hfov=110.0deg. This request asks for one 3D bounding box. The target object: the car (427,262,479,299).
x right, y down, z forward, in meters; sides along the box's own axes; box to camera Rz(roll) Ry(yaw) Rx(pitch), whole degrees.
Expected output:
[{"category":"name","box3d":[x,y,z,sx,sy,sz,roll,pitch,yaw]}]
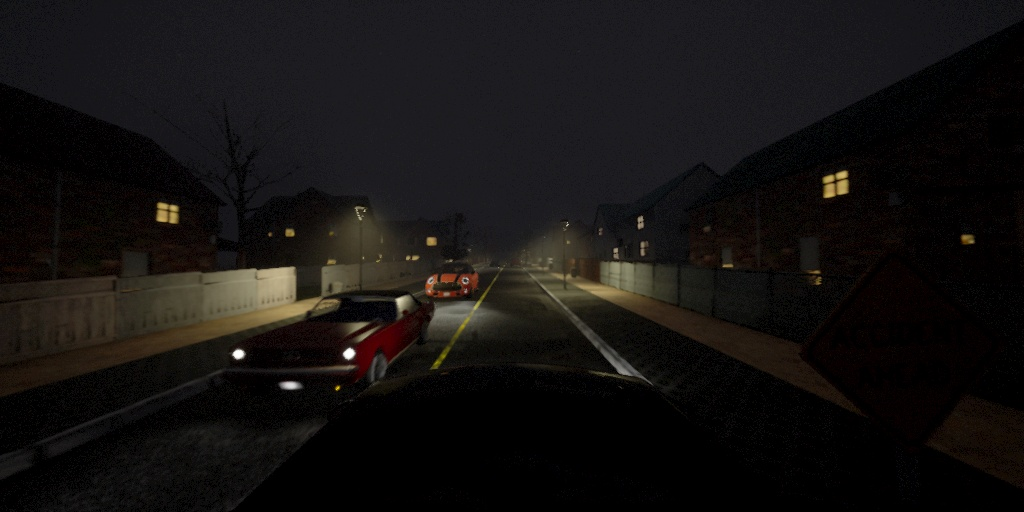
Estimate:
[{"category":"car","box3d":[-2.890,1.117,18.205,2.097,1.767,4.553,0,0,0]}]

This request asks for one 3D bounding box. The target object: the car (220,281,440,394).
[{"category":"car","box3d":[-2.860,1.361,6.824,1.895,1.301,4.718,0,0,0]}]

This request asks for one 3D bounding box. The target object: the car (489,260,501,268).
[{"category":"car","box3d":[-2.983,1.332,63.855,2.033,1.411,5.357,0,0,0]}]

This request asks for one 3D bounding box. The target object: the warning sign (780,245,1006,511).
[{"category":"warning sign","box3d":[2.524,0.859,2.244,1.300,1.860,1.060,0,0,0]}]
